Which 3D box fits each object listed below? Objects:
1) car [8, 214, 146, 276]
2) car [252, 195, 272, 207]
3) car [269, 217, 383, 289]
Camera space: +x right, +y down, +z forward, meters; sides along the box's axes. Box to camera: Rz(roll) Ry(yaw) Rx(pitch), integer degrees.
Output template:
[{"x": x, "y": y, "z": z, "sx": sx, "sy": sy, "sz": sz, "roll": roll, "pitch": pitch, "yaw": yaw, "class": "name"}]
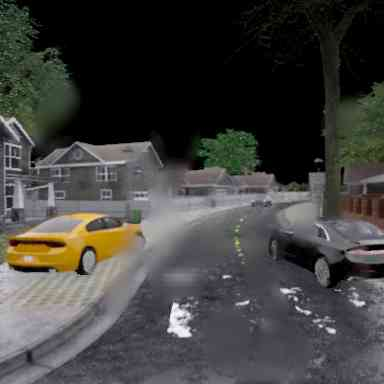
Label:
[{"x": -3.194, "y": 1.397, "z": 10.256, "sx": 1.882, "sy": 1.535, "sz": 5.008, "roll": -1, "pitch": 0, "yaw": 16, "class": "car"}, {"x": 10.102, "y": 1.174, "z": 48.038, "sx": 2.097, "sy": 1.767, "sz": 4.553, "roll": -1, "pitch": 0, "yaw": 24, "class": "car"}, {"x": 3.672, "y": 1.435, "z": 9.093, "sx": 2.128, "sy": 1.511, "sz": 4.902, "roll": -1, "pitch": 0, "yaw": -8, "class": "car"}]
